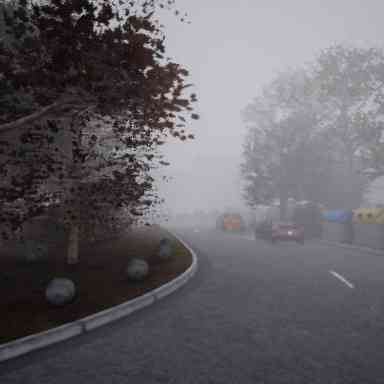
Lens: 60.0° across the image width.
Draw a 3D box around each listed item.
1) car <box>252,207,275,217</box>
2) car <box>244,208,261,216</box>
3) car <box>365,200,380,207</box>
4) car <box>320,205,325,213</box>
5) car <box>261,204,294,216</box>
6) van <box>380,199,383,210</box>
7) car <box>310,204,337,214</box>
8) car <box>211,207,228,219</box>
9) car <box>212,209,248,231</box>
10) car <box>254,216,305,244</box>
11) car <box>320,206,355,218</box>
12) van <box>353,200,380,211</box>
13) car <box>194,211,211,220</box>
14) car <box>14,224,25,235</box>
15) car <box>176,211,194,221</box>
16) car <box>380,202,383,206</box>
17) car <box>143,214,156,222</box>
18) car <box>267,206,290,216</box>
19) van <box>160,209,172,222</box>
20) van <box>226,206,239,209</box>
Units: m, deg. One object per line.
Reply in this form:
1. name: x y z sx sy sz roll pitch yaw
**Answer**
1. car: 12.305 3.423 57.605 1.946 1.575 5.366 -2 -2 -8
2. car: 9.512 3.574 57.354 2.163 1.488 4.792 -2 -2 -8
3. car: 22.613 2.332 46.127 2.435 2.045 5.566 -2 -2 -8
4. car: 17.243 2.832 45.306 2.002 1.452 4.674 -2 -2 -8
5. car: 11.719 2.764 44.538 2.435 2.045 5.566 -2 -2 -8
6. van: 37.198 2.263 61.547 1.878 1.987 4.442 -2 -2 -8
7. car: 23.358 3.002 59.409 2.231 1.521 4.892 -2 -2 -8
8. car: 3.960 3.801 56.603 2.163 1.488 4.792 -2 -2 -8
9. car: 3.714 2.866 33.041 2.097 1.767 4.553 1 -3 -6
10. car: 5.175 2.329 20.188 1.994 1.385 4.181 1 -3 -6
11. car: 19.872 2.689 45.694 2.097 1.535 5.008 -2 -2 -8
12. van: 31.686 2.460 60.511 1.878 1.987 4.442 -2 -2 -8
13. car: 1.189 3.914 56.198 2.163 1.488 4.792 -2 -2 -8
14. car: -21.438 4.233 39.633 2.185 1.767 4.553 -2 -2 -8
15. car: -1.581 3.995 55.771 2.097 1.535 5.008 -2 -2 -8
16. car: 25.385 2.506 46.463 2.163 1.488 4.792 -2 -2 -8
17. car: -7.125 4.094 54.930 2.185 1.767 4.553 -2 -2 -8
18. car: 15.046 3.322 58.198 2.097 1.535 5.008 -2 -2 -8
19. van: -4.379 3.887 55.484 1.878 1.987 4.442 -2 -2 -8
20. van: 6.708 3.437 57.102 1.878 1.987 4.442 -2 -2 -8
